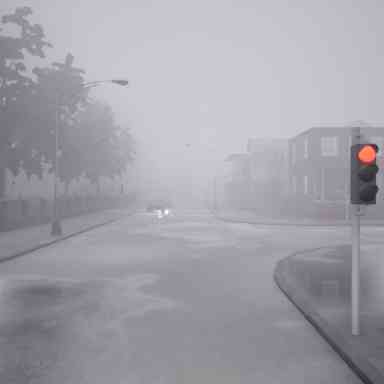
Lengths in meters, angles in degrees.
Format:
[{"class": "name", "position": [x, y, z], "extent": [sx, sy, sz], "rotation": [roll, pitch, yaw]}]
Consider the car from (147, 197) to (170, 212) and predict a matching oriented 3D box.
[{"class": "car", "position": [-4.060, 1.547, 38.858], "extent": [2.033, 1.411, 5.357], "rotation": [0, 0, 0]}]

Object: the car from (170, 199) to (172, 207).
[{"class": "car", "position": [-4.033, 1.491, 49.197], "extent": [2.128, 1.511, 4.902], "rotation": [0, 0, 0]}]
